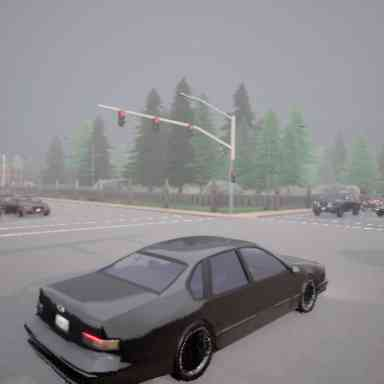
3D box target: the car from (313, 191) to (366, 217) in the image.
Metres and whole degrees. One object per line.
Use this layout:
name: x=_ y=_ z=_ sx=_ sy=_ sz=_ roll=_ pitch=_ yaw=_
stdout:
car: x=12.417 y=0.970 z=28.309 sx=5.566 sy=2.045 sz=2.150 roll=0 pitch=1 yaw=-44

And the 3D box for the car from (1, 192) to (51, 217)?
car: x=-11.714 y=0.968 z=23.579 sx=4.181 sy=1.385 sz=1.994 roll=2 pitch=1 yaw=43

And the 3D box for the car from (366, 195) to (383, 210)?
car: x=19.504 y=1.133 z=34.588 sx=4.553 sy=1.767 sz=2.097 roll=0 pitch=1 yaw=-38

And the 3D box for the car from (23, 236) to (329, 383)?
car: x=0.333 y=1.458 z=5.388 sx=2.033 sy=1.411 sz=5.357 roll=2 pitch=1 yaw=44

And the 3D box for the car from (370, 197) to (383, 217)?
car: x=17.521 y=1.395 z=28.507 sx=5.357 sy=1.411 sz=2.033 roll=0 pitch=1 yaw=-44

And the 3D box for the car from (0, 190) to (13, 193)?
car: x=-17.823 y=0.746 z=29.351 sx=4.181 sy=1.385 sz=1.994 roll=2 pitch=1 yaw=44

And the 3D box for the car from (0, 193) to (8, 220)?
car: x=-13.215 y=0.910 z=20.192 sx=5.008 sy=1.535 sz=1.882 roll=2 pitch=1 yaw=43
